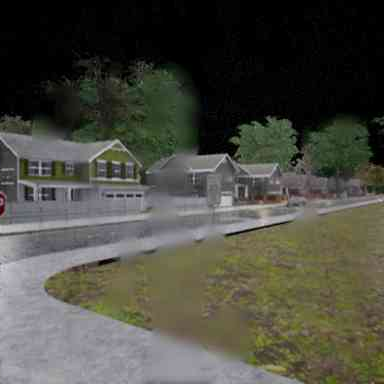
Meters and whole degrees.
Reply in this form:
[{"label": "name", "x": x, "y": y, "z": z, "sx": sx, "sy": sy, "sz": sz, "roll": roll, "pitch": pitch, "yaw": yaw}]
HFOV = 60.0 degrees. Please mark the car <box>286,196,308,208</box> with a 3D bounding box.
[{"label": "car", "x": 14.691, "y": 1.378, "z": 46.408, "sx": 1.837, "sy": 1.490, "sz": 4.892, "roll": 0, "pitch": 0, "yaw": 35}]
